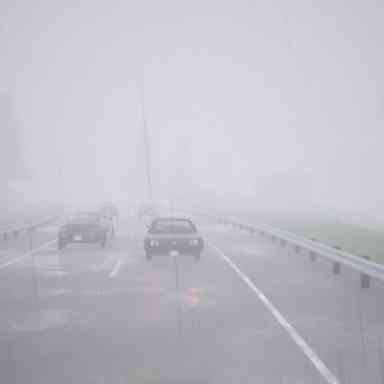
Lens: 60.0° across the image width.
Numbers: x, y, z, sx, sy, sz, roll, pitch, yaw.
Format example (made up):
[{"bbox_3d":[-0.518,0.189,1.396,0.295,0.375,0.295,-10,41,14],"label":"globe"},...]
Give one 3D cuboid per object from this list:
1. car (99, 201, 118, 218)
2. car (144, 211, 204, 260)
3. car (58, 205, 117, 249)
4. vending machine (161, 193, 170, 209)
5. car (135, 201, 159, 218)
[{"bbox_3d":[-7.625,1.558,29.951,1.812,1.442,4.674,0,0,-15],"label":"car"},{"bbox_3d":[-0.770,1.608,12.510,1.895,1.301,4.718,0,0,-6],"label":"car"},{"bbox_3d":[-4.572,1.543,14.725,1.812,1.442,4.674,0,0,-7],"label":"car"},{"bbox_3d":[-3.549,1.224,44.548,1.100,2.100,0.880,0,0,-21],"label":"vending machine"},{"bbox_3d":[-4.151,1.549,30.494,1.812,1.442,4.674,0,0,-15],"label":"car"}]
